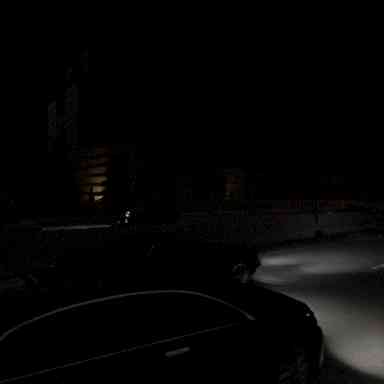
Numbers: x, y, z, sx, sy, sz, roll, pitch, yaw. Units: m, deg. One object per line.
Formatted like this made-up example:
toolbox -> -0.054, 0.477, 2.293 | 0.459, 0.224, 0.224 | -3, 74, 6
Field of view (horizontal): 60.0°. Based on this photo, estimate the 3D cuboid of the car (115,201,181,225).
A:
car -> -3.066, 1.433, 23.413 | 4.553, 1.767, 2.097 | 0, 0, -36

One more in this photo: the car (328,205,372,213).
car -> 12.774, 1.715, 26.282 | 4.718, 1.301, 1.895 | 0, 0, -36

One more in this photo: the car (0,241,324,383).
car -> -0.653, 1.517, 3.392 | 4.892, 1.490, 1.837 | 0, 0, -35

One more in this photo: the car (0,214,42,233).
car -> -9.292, 1.641, 14.577 | 4.718, 1.301, 1.895 | 0, 0, -36

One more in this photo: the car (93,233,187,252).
car -> -0.630, 1.628, 7.664 | 4.718, 1.301, 1.895 | 0, 0, -36
